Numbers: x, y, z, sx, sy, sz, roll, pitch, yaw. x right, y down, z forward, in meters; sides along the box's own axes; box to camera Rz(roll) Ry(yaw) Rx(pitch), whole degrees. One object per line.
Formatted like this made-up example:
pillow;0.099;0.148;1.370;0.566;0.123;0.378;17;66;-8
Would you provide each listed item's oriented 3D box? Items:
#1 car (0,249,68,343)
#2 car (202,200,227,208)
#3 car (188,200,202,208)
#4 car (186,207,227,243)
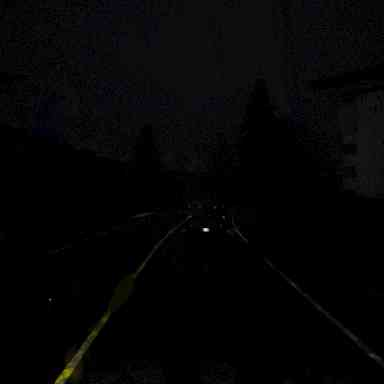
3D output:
car;-3.511;1.583;4.584;2.033;1.411;5.357;0;0;1
car;2.676;1.653;36.119;2.097;1.767;4.553;0;0;8
car;0.920;1.859;46.139;1.882;1.535;5.008;0;0;16
car;0.762;1.707;17.120;1.994;1.385;4.181;0;0;4
